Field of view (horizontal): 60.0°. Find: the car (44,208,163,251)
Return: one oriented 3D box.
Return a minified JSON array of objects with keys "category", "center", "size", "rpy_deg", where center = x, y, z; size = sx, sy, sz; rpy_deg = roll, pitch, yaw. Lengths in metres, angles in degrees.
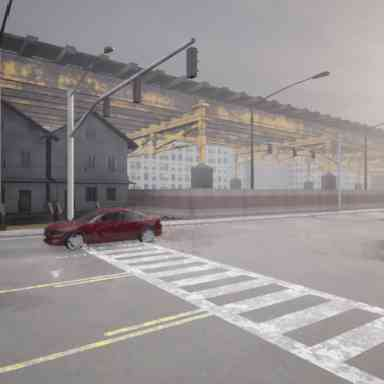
[{"category":"car","center":[-3.645,1.477,14.284],"size":[5.008,1.535,1.882],"rpy_deg":[0,0,-35]}]
